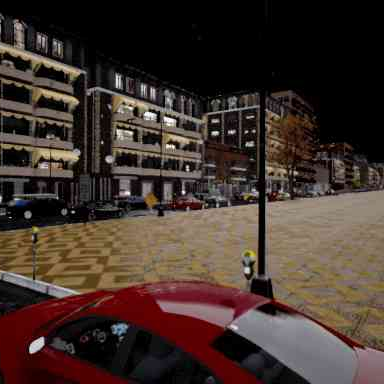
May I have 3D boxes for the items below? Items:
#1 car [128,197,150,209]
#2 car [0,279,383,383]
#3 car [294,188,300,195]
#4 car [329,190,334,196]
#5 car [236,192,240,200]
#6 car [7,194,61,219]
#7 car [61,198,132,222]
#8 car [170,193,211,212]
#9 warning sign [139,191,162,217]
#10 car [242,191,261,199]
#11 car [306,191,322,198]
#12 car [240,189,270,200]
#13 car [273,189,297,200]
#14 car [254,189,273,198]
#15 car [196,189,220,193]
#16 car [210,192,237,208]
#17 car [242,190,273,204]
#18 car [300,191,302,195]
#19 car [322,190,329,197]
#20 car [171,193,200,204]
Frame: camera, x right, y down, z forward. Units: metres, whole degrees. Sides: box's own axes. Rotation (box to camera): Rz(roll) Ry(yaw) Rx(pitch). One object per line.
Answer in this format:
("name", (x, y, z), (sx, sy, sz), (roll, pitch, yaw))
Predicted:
("car", (-6.140, 1.179, 34.692), (1.895, 1.301, 4.718), (1, 1, 35))
("car", (-0.312, 1.545, 3.090), (4.507, 1.381, 1.887), (0, 0, 36))
("car", (24.548, -0.018, 83.398), (2.192, 1.841, 5.009), (2, 2, 35))
("car", (34.606, 0.087, 83.196), (1.967, 1.590, 4.097), (2, 2, 35))
("car", (8.664, 0.661, 60.534), (1.947, 1.339, 4.313), (2, 2, 35))
("car", (-11.932, 1.216, 26.352), (1.882, 1.535, 5.008), (1, 1, 35))
("car", (-6.687, 1.337, 23.735), (1.947, 1.339, 4.313), (2, 2, 35))
("car", (-0.335, 1.140, 32.881), (1.887, 1.381, 4.507), (2, 2, 35))
("warning sign", (-3.070, 0.858, 24.815), (1.300, 1.860, 1.060), (-1, 0, 35))
("car", (11.744, 0.537, 64.967), (1.752, 1.417, 4.829), (2, 2, 35))
("car", (25.077, 0.454, 69.477), (2.008, 1.369, 4.403), (2, 2, 35))
("car", (9.972, 0.711, 52.296), (1.882, 1.535, 5.008), (1, 1, 35))
("car", (15.645, 0.683, 55.893), (1.752, 1.417, 4.829), (2, 2, 35))
("car", (15.020, 0.238, 69.676), (2.192, 1.841, 5.009), (2, 2, 35))
("car", (2.008, 0.578, 46.386), (2.150, 2.045, 5.566), (1, 1, 35))
("car", (2.842, 1.059, 37.456), (2.008, 1.369, 4.403), (2, 2, 35))
("car", (9.194, 0.885, 46.605), (2.008, 1.369, 4.403), (2, 2, 35))
("car", (27.722, 0.126, 87.978), (1.887, 1.381, 4.507), (2, 2, 35))
("car", (28.253, 0.369, 74.050), (2.008, 1.369, 4.403), (2, 2, 35))
("car", (-0.865, 0.921, 46.811), (1.947, 1.339, 4.313), (2, 2, 35))
